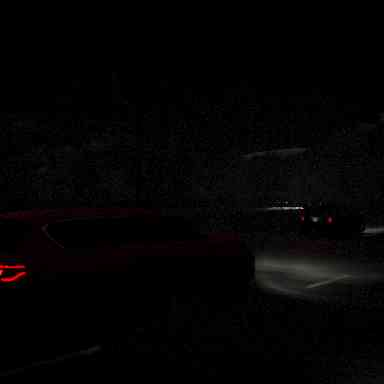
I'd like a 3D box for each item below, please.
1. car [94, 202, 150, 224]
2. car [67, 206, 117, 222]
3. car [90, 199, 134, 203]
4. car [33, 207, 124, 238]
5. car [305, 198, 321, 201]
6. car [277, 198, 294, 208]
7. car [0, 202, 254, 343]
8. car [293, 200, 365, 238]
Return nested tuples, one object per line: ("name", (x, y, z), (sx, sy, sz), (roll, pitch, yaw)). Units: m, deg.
("car", (-6.293, 1.797, 30.254), (4.553, 1.767, 2.097), (0, -1, -40))
("car", (-9.603, 2.062, 32.023), (4.181, 1.385, 1.994), (0, -1, -40))
("car", (-6.827, 1.606, 25.234), (5.566, 2.045, 2.150), (0, -1, -39))
("car", (-6.957, 1.808, 20.707), (5.008, 1.535, 1.882), (0, -1, -38))
("car", (20.966, 1.865, 55.208), (2.097, 1.767, 4.553), (-1, -1, 35))
("car", (17.785, 1.994, 63.023), (2.097, 1.767, 4.553), (-1, -1, 33))
("car", (-1.171, 1.326, 6.906), (5.566, 2.045, 2.150), (0, 0, -37))
("car", (8.165, 1.527, 19.222), (4.553, 1.767, 2.097), (0, -1, -42))
